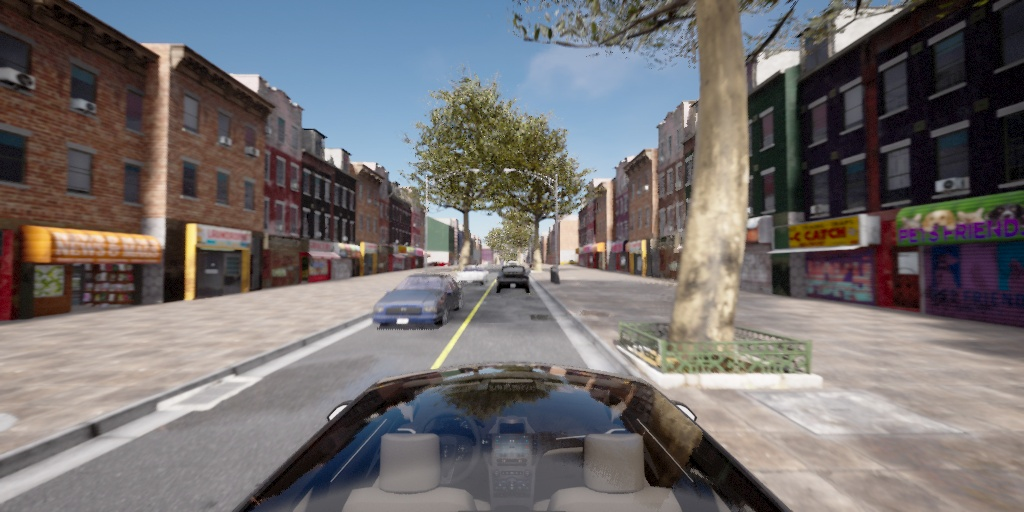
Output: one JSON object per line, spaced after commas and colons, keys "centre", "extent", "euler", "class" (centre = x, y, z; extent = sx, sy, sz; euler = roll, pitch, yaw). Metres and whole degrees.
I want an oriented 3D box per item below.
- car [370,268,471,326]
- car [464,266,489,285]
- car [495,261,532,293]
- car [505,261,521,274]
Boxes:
{"centre": [-2.806, 1.306, 11.938], "extent": [2.033, 1.411, 5.357], "euler": [0, 0, 1], "class": "car"}
{"centre": [-2.787, 1.383, 26.159], "extent": [1.895, 1.301, 4.718], "euler": [0, 0, 1], "class": "car"}
{"centre": [0.070, 1.278, 21.072], "extent": [1.837, 1.490, 4.892], "euler": [0, 0, 0], "class": "car"}
{"centre": [0.103, 1.369, 43.790], "extent": [1.812, 1.442, 4.674], "euler": [0, 0, 0], "class": "car"}
